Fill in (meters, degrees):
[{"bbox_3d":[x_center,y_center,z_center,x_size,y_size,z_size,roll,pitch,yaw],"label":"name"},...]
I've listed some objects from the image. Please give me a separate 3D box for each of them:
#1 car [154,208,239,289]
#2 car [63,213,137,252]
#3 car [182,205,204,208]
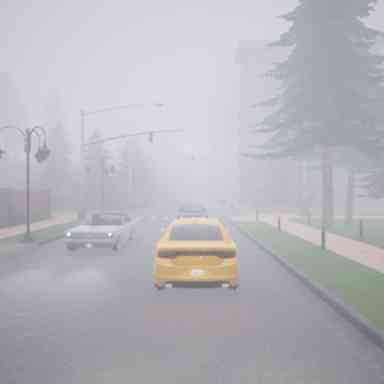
[{"bbox_3d":[0.094,1.447,9.137,1.882,1.535,5.008,0,0,0],"label":"car"},{"bbox_3d":[-3.574,1.554,13.758,1.895,1.301,4.718,0,0,0],"label":"car"},{"bbox_3d":[0.053,1.527,21.936,1.895,1.301,4.718,0,0,0],"label":"car"}]
